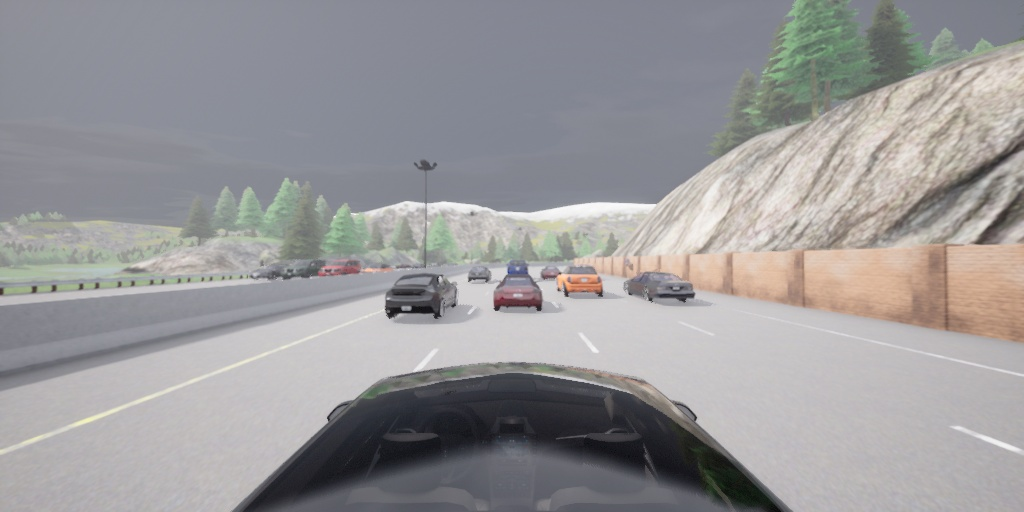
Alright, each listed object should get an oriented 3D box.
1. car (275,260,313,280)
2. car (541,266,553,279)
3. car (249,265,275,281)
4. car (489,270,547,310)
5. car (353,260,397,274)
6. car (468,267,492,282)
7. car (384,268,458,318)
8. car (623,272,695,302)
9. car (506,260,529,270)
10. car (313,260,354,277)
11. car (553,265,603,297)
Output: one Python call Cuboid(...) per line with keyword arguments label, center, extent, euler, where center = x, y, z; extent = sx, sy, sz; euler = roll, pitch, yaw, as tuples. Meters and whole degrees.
Cuboid(label="car", center=(-20.635, 1.383, 36.055), extent=(2.150, 2.045, 5.566), euler=(0, -1, 1))
Cuboid(label="car", center=(4.089, 1.763, 37.920), extent=(1.994, 1.385, 4.181), euler=(0, -1, 1))
Cuboid(label="car", center=(-24.130, 1.652, 36.235), extent=(2.128, 1.511, 4.902), euler=(0, -1, 1))
Cuboid(label="car", center=(0.263, 1.487, 15.668), extent=(1.994, 1.385, 4.181), euler=(0, -1, 1))
Cuboid(label="car", center=(-13.634, 1.516, 35.968), extent=(2.097, 1.767, 4.553), euler=(0, -1, 1))
Cuboid(label="car", center=(-2.976, 1.687, 33.490), extent=(2.033, 1.411, 5.357), euler=(0, -1, 1))
Cuboid(label="car", center=(-3.274, 1.402, 13.682), extent=(1.837, 1.490, 4.892), euler=(0, 0, 1))
Cuboid(label="car", center=(7.312, 1.507, 18.372), extent=(2.033, 1.411, 5.357), euler=(0, -1, 1))
Cuboid(label="car", center=(0.580, 1.409, 37.148), extent=(2.150, 2.045, 5.566), euler=(0, -1, 1))
Cuboid(label="car", center=(-17.133, 1.388, 36.154), extent=(2.150, 2.045, 5.566), euler=(0, -1, 1))
Cuboid(label="car", center=(3.849, 1.342, 21.031), extent=(2.097, 1.767, 4.553), euler=(0, -1, 1))
